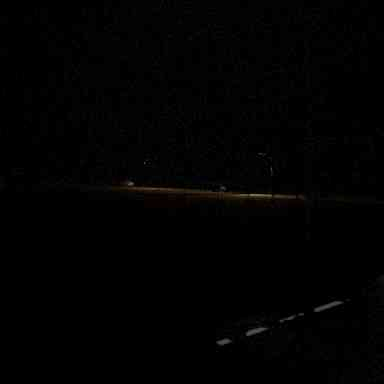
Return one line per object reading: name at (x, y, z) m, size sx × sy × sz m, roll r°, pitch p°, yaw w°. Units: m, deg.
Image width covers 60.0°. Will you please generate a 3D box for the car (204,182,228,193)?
car at (4.707, -0.887, 66.578) m, size 2.150 × 2.045 × 5.566 m, roll 1°, pitch 2°, yaw -36°
